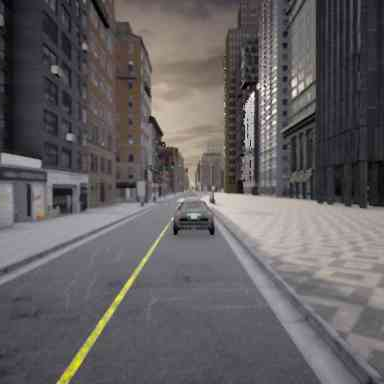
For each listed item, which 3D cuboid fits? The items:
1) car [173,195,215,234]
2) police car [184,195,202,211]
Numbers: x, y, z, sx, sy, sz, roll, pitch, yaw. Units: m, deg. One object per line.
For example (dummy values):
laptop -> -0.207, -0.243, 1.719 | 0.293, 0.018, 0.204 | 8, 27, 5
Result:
car -> 0.100, 1.211, 18.275 | 2.097, 1.767, 4.553 | 0, 1, 0
police car -> 0.102, 1.141, 37.793 | 1.930, 1.638, 5.238 | 0, 0, 0
